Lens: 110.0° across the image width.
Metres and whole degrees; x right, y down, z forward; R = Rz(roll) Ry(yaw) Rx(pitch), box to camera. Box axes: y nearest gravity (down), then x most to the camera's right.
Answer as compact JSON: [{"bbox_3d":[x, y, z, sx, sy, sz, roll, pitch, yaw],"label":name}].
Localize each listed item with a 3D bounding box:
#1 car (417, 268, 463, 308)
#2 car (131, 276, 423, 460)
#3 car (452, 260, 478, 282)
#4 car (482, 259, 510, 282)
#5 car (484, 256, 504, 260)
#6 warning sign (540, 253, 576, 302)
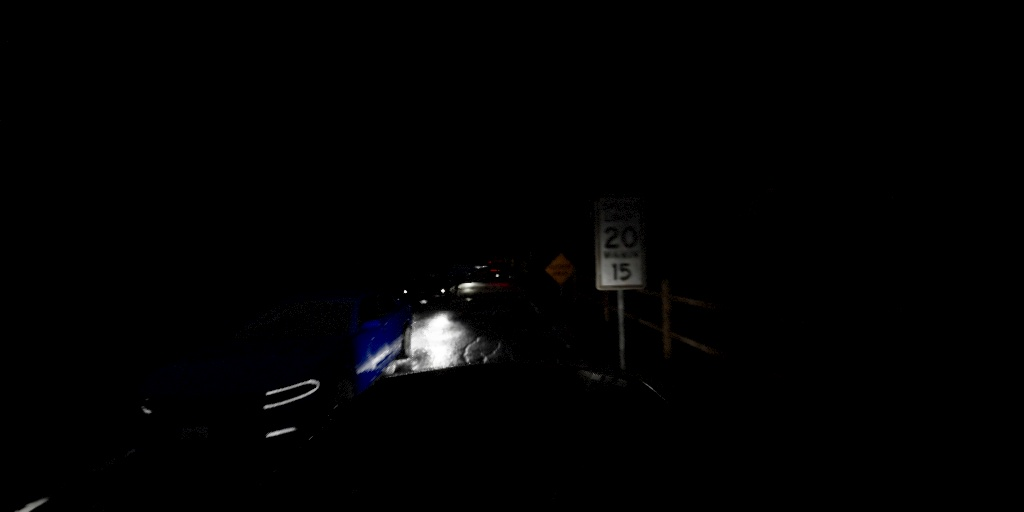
[{"bbox_3d":[-3.478,1.439,15.879,1.895,1.301,4.718,-2,0,-3],"label":"car"},{"bbox_3d":[-2.953,1.309,5.694,1.882,1.535,5.008,-2,0,-3],"label":"car"},{"bbox_3d":[-4.214,1.330,30.313,1.882,1.535,5.008,-2,1,-3],"label":"car"},{"bbox_3d":[-1.266,1.271,29.979,1.837,1.490,4.892,-2,0,-3],"label":"car"},{"bbox_3d":[-2.408,1.022,51.443,2.150,2.045,5.566,-2,0,-2],"label":"car"},{"bbox_3d":[1.936,0.799,14.087,1.300,1.860,1.060,0,0,-3],"label":"warning sign"}]
